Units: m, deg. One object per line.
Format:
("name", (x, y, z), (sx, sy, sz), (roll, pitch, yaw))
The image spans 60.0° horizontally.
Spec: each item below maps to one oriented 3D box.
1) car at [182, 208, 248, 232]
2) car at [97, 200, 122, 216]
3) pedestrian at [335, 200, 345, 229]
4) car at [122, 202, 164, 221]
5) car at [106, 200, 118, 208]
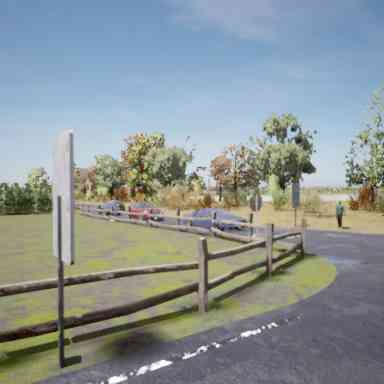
("car", (1.410, 1.782, 22.161), (2.033, 1.411, 5.357), (-1, 0, -35))
("car", (-9.921, 2.061, 39.508), (2.033, 1.411, 5.357), (-1, 0, -29))
("pedestrian", (9.384, 1.411, 21.153), (0.375, 1.860, 0.375), (-2, 1, -35))
("car", (-4.364, 1.727, 30.635), (2.097, 1.767, 4.553), (-1, 0, -33))
("car", (-15.131, 2.288, 62.920), (1.812, 1.442, 4.674), (-1, 0, -18))
